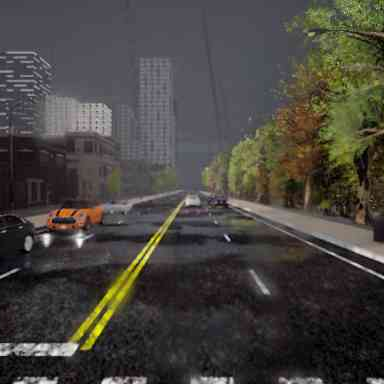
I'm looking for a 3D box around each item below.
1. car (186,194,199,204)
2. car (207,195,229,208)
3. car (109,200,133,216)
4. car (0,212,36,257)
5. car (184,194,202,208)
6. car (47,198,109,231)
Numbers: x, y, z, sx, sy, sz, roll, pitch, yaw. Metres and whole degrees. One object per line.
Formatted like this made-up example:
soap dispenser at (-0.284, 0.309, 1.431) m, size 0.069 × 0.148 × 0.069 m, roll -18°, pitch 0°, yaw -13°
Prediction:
car at (0.017, 1.043, 51.465) m, size 1.882 × 1.535 × 5.008 m, roll 0°, pitch 0°, yaw 0°
car at (3.352, 1.208, 40.394) m, size 2.033 × 1.411 × 5.357 m, roll 0°, pitch 0°, yaw 0°
car at (-6.591, 1.352, 29.596) m, size 1.895 × 1.301 × 4.718 m, roll 0°, pitch 0°, yaw 0°
car at (-6.599, 1.418, 10.231) m, size 1.837 × 1.490 × 4.892 m, roll 0°, pitch 1°, yaw 0°
car at (0.093, 1.178, 41.272) m, size 1.812 × 1.442 × 4.674 m, roll 0°, pitch 0°, yaw 0°
car at (-6.597, 1.189, 19.304) m, size 2.097 × 1.767 × 4.553 m, roll 0°, pitch 0°, yaw 0°
